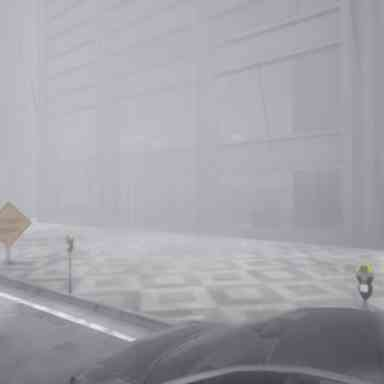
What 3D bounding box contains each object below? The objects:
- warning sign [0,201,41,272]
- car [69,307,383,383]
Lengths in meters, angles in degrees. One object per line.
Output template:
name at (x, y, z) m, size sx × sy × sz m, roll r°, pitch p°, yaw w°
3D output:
warning sign at (-5.243, 1.209, 9.533) m, size 1.060 × 1.860 × 1.300 m, roll -1°, pitch 0°, yaw 36°
car at (0.919, 1.570, 2.310) m, size 4.313 × 1.339 × 1.947 m, roll -1°, pitch -1°, yaw 36°
